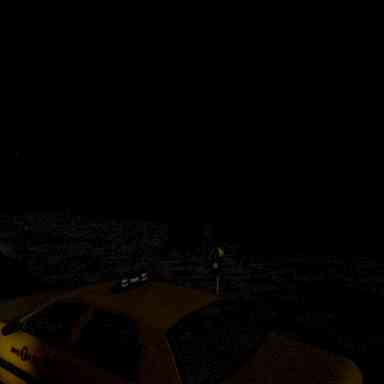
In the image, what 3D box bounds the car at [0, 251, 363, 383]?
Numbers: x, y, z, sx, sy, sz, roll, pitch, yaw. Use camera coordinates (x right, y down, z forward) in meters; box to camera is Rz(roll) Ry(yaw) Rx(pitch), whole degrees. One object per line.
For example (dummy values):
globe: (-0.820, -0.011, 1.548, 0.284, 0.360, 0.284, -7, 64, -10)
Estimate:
car: (-0.822, 1.525, 3.552, 4.829, 1.417, 1.752, 0, 0, 36)
